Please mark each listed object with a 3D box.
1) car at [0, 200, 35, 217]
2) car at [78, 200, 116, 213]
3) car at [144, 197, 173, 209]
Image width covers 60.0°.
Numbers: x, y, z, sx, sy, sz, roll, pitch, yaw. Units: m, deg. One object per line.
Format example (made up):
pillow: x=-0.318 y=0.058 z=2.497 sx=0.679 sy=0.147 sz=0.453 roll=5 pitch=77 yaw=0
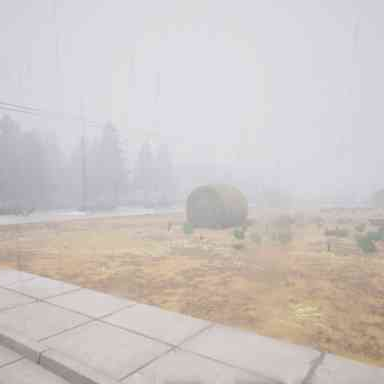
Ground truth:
car: x=-16.671 y=1.510 z=29.741 sx=2.128 sy=1.511 sz=4.902 roll=0 pitch=0 yaw=37
car: x=-10.727 y=1.583 z=37.768 sx=1.994 sy=1.385 sz=4.181 roll=0 pitch=0 yaw=36
car: x=-4.574 y=1.524 z=46.051 sx=1.837 sy=1.490 sz=4.892 roll=0 pitch=0 yaw=36
